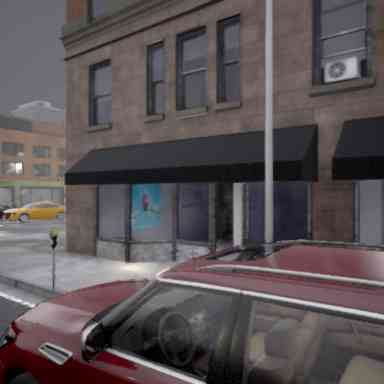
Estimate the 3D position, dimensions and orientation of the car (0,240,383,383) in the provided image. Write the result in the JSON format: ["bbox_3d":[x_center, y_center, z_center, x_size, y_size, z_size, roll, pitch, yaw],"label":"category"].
[{"bbox_3d":[0.594,1.315,2.386,5.009,1.841,2.192,0,0,35],"label":"car"}]

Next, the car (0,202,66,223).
[{"bbox_3d":[-12.397,1.548,26.808,1.882,1.535,5.008,0,0,35],"label":"car"}]
